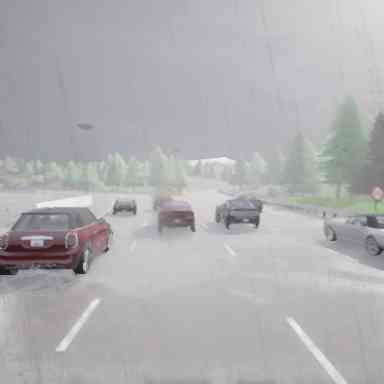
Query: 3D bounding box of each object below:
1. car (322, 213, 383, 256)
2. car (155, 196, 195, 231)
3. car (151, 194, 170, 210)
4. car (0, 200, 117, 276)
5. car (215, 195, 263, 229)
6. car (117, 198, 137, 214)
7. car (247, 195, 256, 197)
[{"bbox_3d":[6.613,1.394,12.112,1.895,1.301,4.718,0,1,-4],"label":"car"},{"bbox_3d":[-0.922,1.193,18.315,1.882,1.535,5.008,0,1,-5],"label":"car"},{"bbox_3d":[-2.981,0.987,33.748,1.837,1.490,4.892,0,1,-9],"label":"car"},{"bbox_3d":[-3.802,1.203,10.042,2.097,1.767,4.553,0,1,-3],"label":"car"},{"bbox_3d":[2.509,1.184,19.244,2.128,1.511,4.902,0,1,-5],"label":"car"},{"bbox_3d":[-5.702,1.167,28.739,1.895,1.301,4.718,0,1,-8],"label":"car"},{"bbox_3d":[4.870,1.014,29.874,2.128,1.511,4.902,0,1,-7],"label":"car"}]
